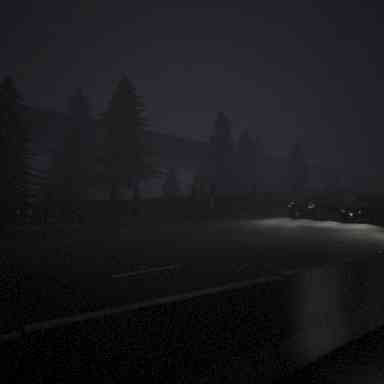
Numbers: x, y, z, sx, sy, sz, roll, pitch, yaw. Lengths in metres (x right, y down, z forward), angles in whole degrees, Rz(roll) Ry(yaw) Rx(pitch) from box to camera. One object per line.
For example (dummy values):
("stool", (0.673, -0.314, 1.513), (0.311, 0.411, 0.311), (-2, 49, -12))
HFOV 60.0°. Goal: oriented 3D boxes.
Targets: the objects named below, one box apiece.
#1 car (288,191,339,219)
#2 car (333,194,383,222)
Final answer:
("car", (8.739, 0.800, 23.121), (4.553, 1.767, 2.097), (-3, 2, -35))
("car", (11.094, 0.937, 20.503), (4.892, 1.490, 1.837), (-3, 2, -35))
